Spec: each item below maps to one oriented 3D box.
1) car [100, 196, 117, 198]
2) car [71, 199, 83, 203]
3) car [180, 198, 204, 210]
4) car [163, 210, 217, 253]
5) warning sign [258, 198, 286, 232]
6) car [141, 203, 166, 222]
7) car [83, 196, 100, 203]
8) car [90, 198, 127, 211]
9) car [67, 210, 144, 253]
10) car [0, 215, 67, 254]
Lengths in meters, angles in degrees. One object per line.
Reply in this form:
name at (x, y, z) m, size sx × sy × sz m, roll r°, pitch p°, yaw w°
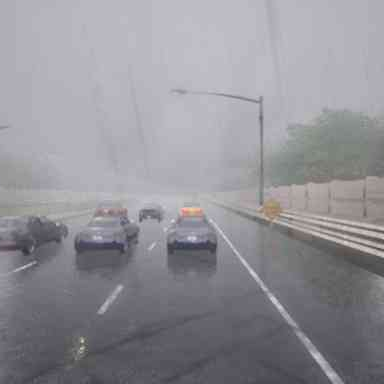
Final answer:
car at (-17.477, 1.884, 71.749) m, size 2.150 × 2.045 × 5.566 m, roll 0°, pitch -1°, yaw 0°
car at (-24.477, 2.184, 71.779) m, size 2.128 × 1.511 × 4.902 m, roll 0°, pitch -1°, yaw 0°
car at (0.011, 1.621, 29.081) m, size 2.097 × 1.767 × 4.553 m, roll 0°, pitch -1°, yaw 0°
car at (0.010, 1.699, 14.295) m, size 1.994 × 1.385 × 4.181 m, roll 0°, pitch 0°, yaw 0°
warning sign at (4.550, 1.293, 19.003) m, size 1.300 × 1.860 × 1.060 m, roll 0°, pitch -1°, yaw 0°
car at (-3.485, 1.781, 29.312) m, size 1.837 × 1.490 × 4.892 m, roll 0°, pitch 0°, yaw 0°
car at (-20.977, 1.884, 71.751) m, size 2.150 × 2.045 × 5.566 m, roll 0°, pitch -1°, yaw 0°
car at (-6.987, 1.621, 29.077) m, size 2.097 × 1.767 × 4.553 m, roll 0°, pitch -1°, yaw 0°
car at (-3.489, 1.699, 14.316) m, size 1.994 × 1.385 × 4.181 m, roll 0°, pitch 0°, yaw 0°
car at (-6.994, 1.679, 13.995) m, size 2.033 × 1.411 × 5.357 m, roll 0°, pitch 0°, yaw 0°
